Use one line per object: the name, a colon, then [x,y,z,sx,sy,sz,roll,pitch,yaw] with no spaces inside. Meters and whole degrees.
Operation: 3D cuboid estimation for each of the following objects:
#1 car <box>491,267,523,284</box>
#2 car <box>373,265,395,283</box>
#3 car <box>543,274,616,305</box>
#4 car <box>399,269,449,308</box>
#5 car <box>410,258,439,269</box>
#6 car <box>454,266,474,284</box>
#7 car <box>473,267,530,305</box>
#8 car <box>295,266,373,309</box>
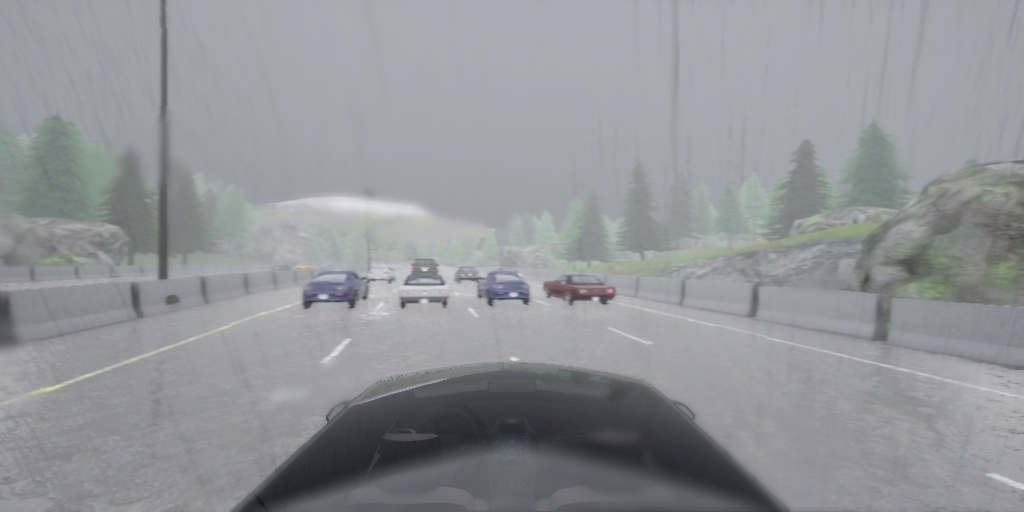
car: [-0.529,1.699,31.829,1.895,1.301,4.718,1,-1,-13]
car: [-10.796,1.472,29.645,1.812,1.442,4.674,1,-1,-13]
car: [3.002,1.526,17.236,1.895,1.301,4.718,1,-1,-13]
car: [-3.801,1.422,15.592,1.895,1.301,4.718,1,-1,-13]
car: [-7.314,1.210,30.132,2.150,2.045,5.566,1,-1,-14]
car: [-3.903,1.591,30.893,2.033,1.411,5.357,1,-1,-14]
car: [-0.465,1.402,16.707,1.812,1.442,4.674,1,-1,-13]
car: [-7.263,1.297,15.044,1.812,1.442,4.674,1,-1,-13]
